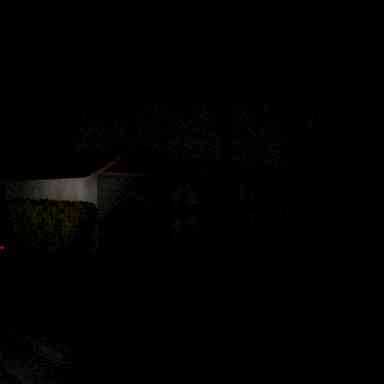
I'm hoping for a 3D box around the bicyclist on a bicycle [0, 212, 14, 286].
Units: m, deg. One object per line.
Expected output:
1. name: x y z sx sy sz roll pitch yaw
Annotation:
1. bicyclist on a bicycle: -4.478 1.304 7.824 0.582 1.620 1.656 0 -2 -35
